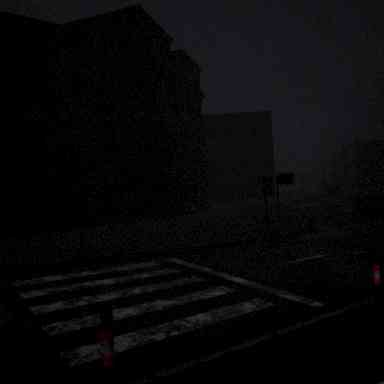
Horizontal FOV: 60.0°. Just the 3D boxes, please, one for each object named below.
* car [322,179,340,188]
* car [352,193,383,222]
[{"bbox_3d":[25.167,-1.527,60.265,1.882,1.535,5.008,-3,1,5],"label":"car"},{"bbox_3d":[11.077,0.844,18.092,2.097,1.767,4.553,-4,2,-19],"label":"car"}]
